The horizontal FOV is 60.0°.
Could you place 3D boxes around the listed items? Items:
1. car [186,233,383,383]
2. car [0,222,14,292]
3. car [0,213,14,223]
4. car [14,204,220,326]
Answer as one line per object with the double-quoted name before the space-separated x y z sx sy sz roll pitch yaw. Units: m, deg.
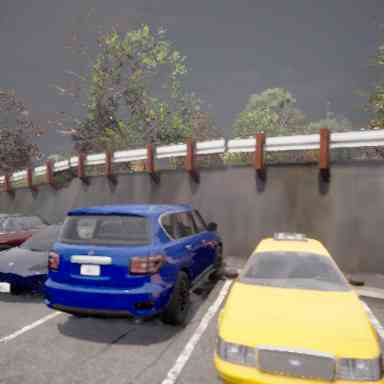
"car" 1.626 1.499 5.501 1.946 1.575 5.366 0 -1 16
"car" -3.252 1.594 9.168 2.163 1.488 4.792 0 -1 16
"car" -5.711 1.469 10.931 2.185 1.767 4.553 -1 -1 16
"car" -0.778 1.284 7.473 2.435 2.045 5.566 -1 -1 15
